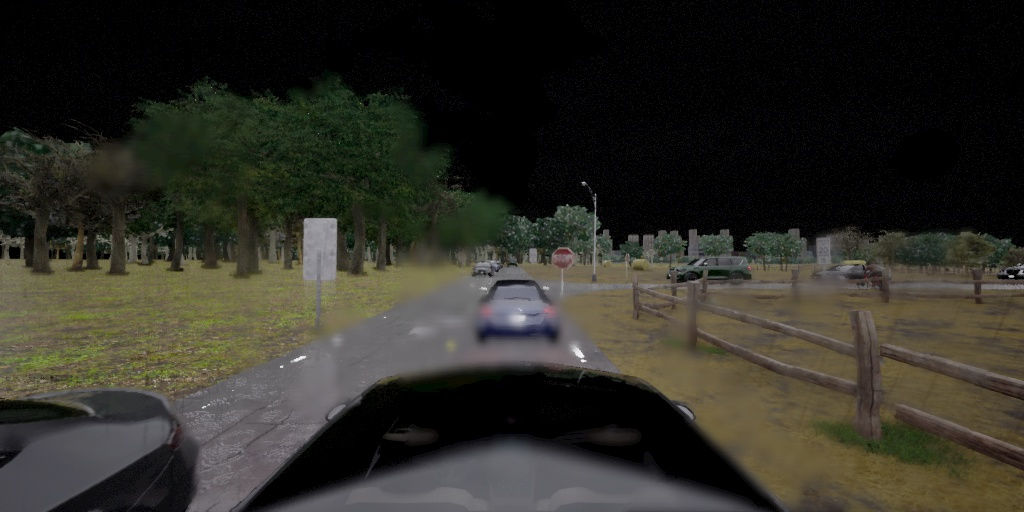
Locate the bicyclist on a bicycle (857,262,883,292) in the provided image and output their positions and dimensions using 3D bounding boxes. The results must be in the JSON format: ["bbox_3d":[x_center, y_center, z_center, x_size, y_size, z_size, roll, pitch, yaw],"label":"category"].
[{"bbox_3d":[19.931,1.169,19.864,0.582,1.620,1.656,0,0,0],"label":"bicyclist on a bicycle"}]

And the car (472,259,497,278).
[{"bbox_3d":[-2.808,1.327,35.794,1.837,1.490,4.892,0,0,0],"label":"car"}]

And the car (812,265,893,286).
[{"bbox_3d":[24.465,1.365,25.853,4.892,1.490,1.837,0,-2,-1],"label":"car"}]

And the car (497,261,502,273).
[{"bbox_3d":[-2.794,1.239,47.028,2.097,1.767,4.553,0,0,0],"label":"car"}]

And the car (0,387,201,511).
[{"bbox_3d":[-2.865,1.275,0.360,1.812,1.442,4.674,0,0,0],"label":"car"}]

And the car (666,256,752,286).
[{"bbox_3d":[14.126,1.067,25.819,5.566,2.045,2.150,0,-2,-1],"label":"car"}]

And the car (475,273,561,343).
[{"bbox_3d":[0.114,1.322,9.663,1.994,1.385,4.181,0,0,-1],"label":"car"}]

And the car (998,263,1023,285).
[{"bbox_3d":[38.986,1.096,25.851,5.566,2.045,2.150,-1,-2,4],"label":"car"}]
